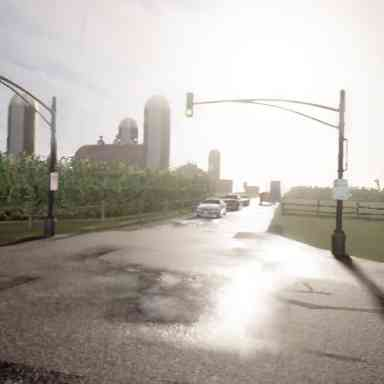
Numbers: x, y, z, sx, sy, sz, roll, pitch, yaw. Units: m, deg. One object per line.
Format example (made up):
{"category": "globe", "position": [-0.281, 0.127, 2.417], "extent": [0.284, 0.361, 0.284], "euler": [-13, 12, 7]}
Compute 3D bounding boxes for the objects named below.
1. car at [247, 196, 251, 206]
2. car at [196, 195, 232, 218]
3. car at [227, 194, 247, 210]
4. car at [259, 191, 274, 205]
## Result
{"category": "car", "position": [7.173, 1.175, 46.501], "extent": [2.033, 1.411, 5.357], "euler": [2, 1, 16]}
{"category": "car", "position": [1.722, 1.251, 27.249], "extent": [1.812, 1.442, 4.674], "euler": [2, 1, 16]}
{"category": "car", "position": [4.394, 1.027, 36.705], "extent": [2.097, 1.767, 4.553], "euler": [2, 1, 16]}
{"category": "car", "position": [11.800, 0.900, 52.075], "extent": [2.150, 2.045, 5.566], "euler": [2, 1, 16]}
